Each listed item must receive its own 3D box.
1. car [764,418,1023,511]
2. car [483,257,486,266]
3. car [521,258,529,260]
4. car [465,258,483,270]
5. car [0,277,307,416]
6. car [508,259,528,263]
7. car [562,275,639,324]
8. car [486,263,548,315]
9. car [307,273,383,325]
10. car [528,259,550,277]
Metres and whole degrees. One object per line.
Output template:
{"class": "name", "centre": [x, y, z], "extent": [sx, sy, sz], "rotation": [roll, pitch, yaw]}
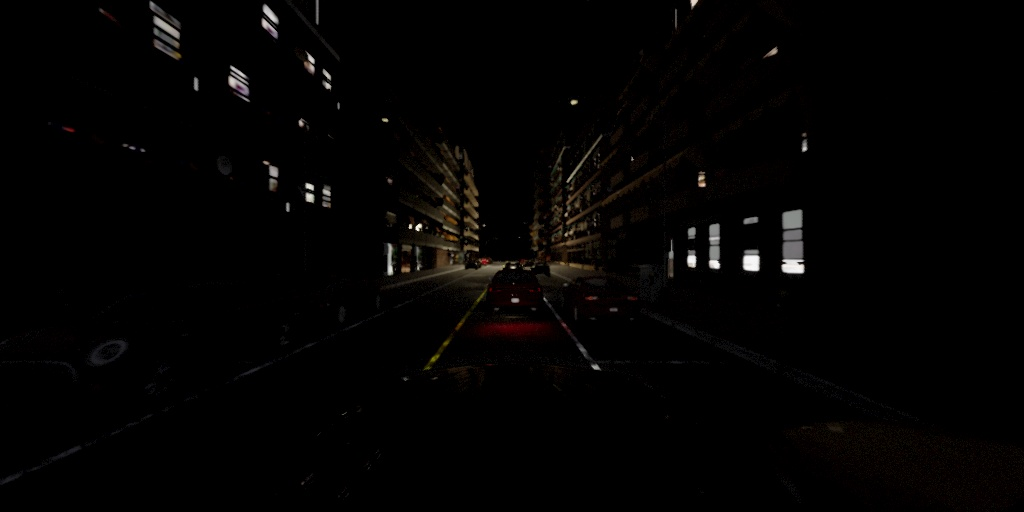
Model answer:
{"class": "car", "centre": [2.688, 1.277, 0.611], "extent": [1.751, 1.417, 4.829], "rotation": [0, 0, 0]}
{"class": "car", "centre": [-5.701, 1.232, 56.806], "extent": [2.007, 1.370, 4.403], "rotation": [0, 0, 0]}
{"class": "car", "centre": [2.680, 1.207, 56.973], "extent": [1.751, 1.417, 4.829], "rotation": [0, 0, 0]}
{"class": "car", "centre": [-5.700, 1.239, 51.169], "extent": [2.007, 1.370, 4.403], "rotation": [0, 0, 0]}
{"class": "car", "centre": [-5.693, 1.184, 6.079], "extent": [1.967, 1.591, 4.097], "rotation": [0, 0, 0]}
{"class": "car", "centre": [0.095, 1.261, 31.820], "extent": [2.033, 1.411, 5.357], "rotation": [0, 0, 0]}
{"class": "car", "centre": [2.687, 1.284, 11.713], "extent": [1.888, 1.381, 4.507], "rotation": [0, 0, 0]}
{"class": "car", "centre": [0.098, 1.214, 13.560], "extent": [1.882, 1.535, 5.008], "rotation": [0, 0, 0]}
{"class": "car", "centre": [-5.694, 1.283, 11.716], "extent": [1.888, 1.381, 4.507], "rotation": [0, 0, 0]}
{"class": "car", "centre": [2.683, 1.262, 34.258], "extent": [2.007, 1.370, 4.403], "rotation": [0, 0, 0]}
